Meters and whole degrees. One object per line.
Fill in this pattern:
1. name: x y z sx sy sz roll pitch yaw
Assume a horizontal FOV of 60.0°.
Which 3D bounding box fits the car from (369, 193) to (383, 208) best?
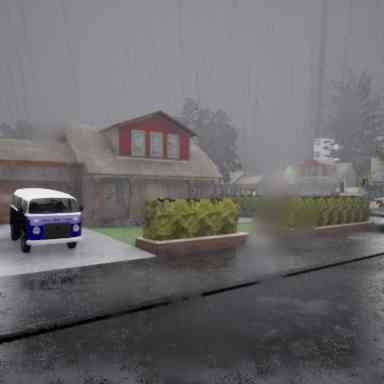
1. car: 23.743 0.980 40.873 3.866 1.878 1.905 0 0 -1
